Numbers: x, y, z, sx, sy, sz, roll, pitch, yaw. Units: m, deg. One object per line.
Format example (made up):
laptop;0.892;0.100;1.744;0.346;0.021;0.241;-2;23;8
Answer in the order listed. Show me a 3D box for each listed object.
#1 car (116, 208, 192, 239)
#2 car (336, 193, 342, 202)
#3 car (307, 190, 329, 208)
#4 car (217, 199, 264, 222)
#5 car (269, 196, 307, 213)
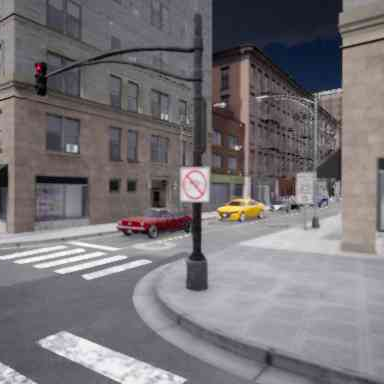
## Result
car;-1.641;1.501;17.146;1.895;1.301;4.718;0;1;34
car;25.411;0.901;55.365;2.128;1.511;4.902;0;1;36
car;15.339;0.813;41.133;2.150;2.045;5.566;0;1;35
car;3.657;1.284;24.675;1.882;1.535;5.008;0;1;35
car;9.171;1.196;32.462;2.128;1.511;4.902;0;1;35
